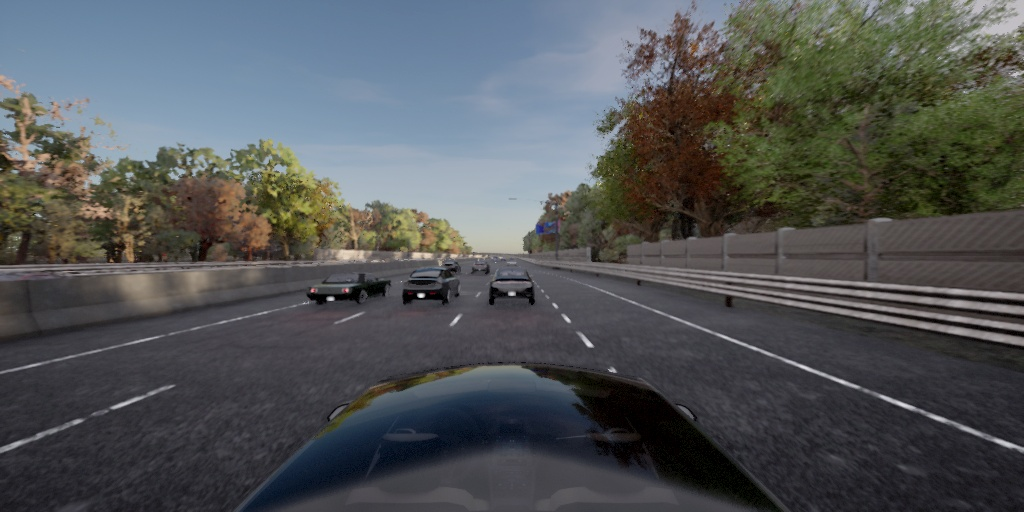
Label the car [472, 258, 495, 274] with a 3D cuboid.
[{"bbox_3d":[-3.508,1.277,41.460,2.128,1.511,4.902,0,0,0],"label":"car"}]

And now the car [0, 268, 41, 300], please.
[{"bbox_3d":[-24.598,1.307,15.273,2.033,1.411,5.357,0,0,0],"label":"car"}]

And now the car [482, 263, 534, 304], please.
[{"bbox_3d":[-0.003,1.255,16.371,2.128,1.511,4.902,0,0,0],"label":"car"}]

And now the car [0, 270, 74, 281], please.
[{"bbox_3d":[-17.595,1.322,12.695,1.994,1.385,4.181,0,0,0],"label":"car"}]

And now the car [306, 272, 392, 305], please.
[{"bbox_3d":[-7.003,1.363,16.071,1.895,1.301,4.718,0,0,0],"label":"car"}]

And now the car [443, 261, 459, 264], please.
[{"bbox_3d":[-7.009,1.291,41.660,1.837,1.490,4.892,0,0,0],"label":"car"}]

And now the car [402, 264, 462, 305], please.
[{"bbox_3d":[-3.505,1.269,16.252,1.837,1.490,4.892,0,0,0],"label":"car"}]
